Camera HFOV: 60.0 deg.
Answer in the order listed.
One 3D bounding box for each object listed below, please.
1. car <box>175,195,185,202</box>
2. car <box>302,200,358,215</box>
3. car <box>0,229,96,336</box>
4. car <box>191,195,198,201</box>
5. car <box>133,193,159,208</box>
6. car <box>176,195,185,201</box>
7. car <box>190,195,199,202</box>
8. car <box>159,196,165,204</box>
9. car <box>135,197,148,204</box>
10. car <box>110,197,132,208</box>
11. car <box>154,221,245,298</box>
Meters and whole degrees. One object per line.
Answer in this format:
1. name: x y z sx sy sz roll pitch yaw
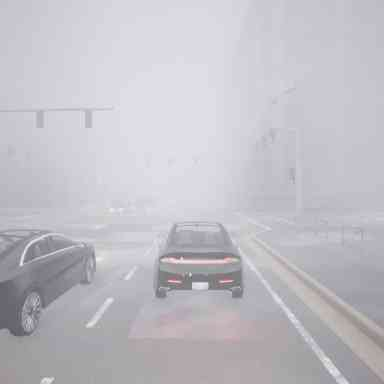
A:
1. car: -2.937 1.497 75.743 1.837 1.490 4.892 0 0 0
2. car: 13.456 1.492 32.929 5.357 1.411 2.033 0 0 0
3. car: -3.396 1.492 6.649 2.128 1.511 4.902 0 0 1
4. car: 0.636 1.461 85.419 1.882 1.535 5.008 0 0 0
5. car: -6.721 1.221 49.435 2.150 2.045 5.566 0 0 2
6. car: -2.864 1.523 85.445 2.033 1.411 5.357 0 0 0
7. car: 0.568 1.593 76.374 1.895 1.301 4.718 0 0 0
8. car: -6.631 1.492 59.649 2.128 1.511 4.902 0 0 1
9. car: -10.023 1.600 66.731 1.895 1.301 4.718 0 0 1
10. car: -10.249 1.564 47.117 1.994 1.385 4.181 0 0 0
11. car: 0.139 1.492 8.467 2.128 1.511 4.902 0 0 0
